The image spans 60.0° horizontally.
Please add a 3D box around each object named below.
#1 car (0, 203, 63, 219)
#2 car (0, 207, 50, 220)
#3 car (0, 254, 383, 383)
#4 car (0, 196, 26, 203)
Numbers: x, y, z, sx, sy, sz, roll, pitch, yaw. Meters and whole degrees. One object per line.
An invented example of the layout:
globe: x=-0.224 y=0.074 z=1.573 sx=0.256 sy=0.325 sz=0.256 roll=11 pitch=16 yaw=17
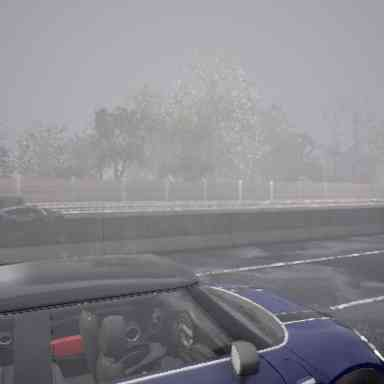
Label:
car: x=-9.532 y=1.530 z=18.067 sx=4.892 sy=1.490 sz=1.837 roll=0 pitch=0 yaw=-26
car: x=-9.213 y=1.573 z=14.329 sx=5.357 sy=1.411 sz=2.033 roll=0 pitch=0 yaw=-26
car: x=-0.484 y=1.354 z=2.787 sx=4.553 sy=1.767 sz=2.097 roll=0 pitch=0 yaw=-26
car: x=-12.948 y=1.257 z=20.296 sx=5.566 sy=2.045 sz=2.150 roll=0 pitch=0 yaw=-26
